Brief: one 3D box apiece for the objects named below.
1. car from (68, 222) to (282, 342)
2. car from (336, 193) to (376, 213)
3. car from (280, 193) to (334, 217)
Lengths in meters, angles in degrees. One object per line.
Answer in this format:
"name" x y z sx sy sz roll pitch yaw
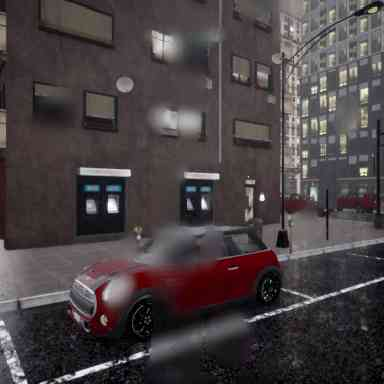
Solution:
"car" -0.197 1.440 6.415 4.097 1.590 1.967 0 0 -35
"car" 15.424 1.030 32.300 2.192 1.841 5.009 1 0 -36
"car" 8.680 1.010 27.326 2.192 1.841 5.009 2 0 -36
